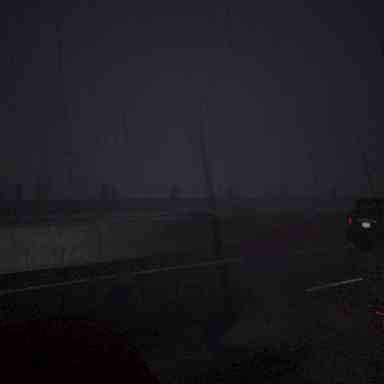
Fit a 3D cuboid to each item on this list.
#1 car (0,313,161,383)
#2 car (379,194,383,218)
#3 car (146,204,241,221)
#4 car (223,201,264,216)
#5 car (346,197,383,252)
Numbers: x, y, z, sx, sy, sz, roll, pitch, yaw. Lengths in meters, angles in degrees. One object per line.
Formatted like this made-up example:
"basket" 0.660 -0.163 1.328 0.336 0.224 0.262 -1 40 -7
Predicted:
"car" -2.486 1.590 1.940 4.718 1.301 1.895 0 0 -35
"car" 18.834 1.183 28.037 5.566 2.045 2.150 0 0 -17
"car" -0.225 1.483 15.934 4.674 1.442 1.812 0 0 -30
"car" 3.206 1.444 25.618 4.892 1.490 1.837 0 0 -25
"car" 8.253 1.204 12.361 5.566 2.045 2.150 0 0 -26
